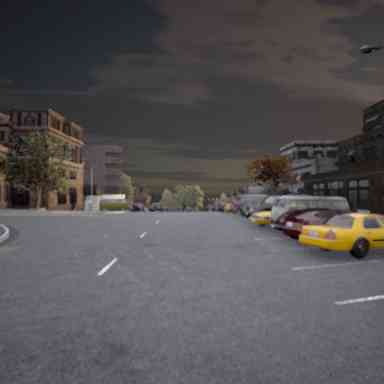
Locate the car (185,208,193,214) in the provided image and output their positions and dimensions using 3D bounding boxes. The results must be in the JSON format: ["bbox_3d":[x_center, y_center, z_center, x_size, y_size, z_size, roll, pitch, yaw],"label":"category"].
[{"bbox_3d":[-0.816,4.993,87.286,1.895,1.301,4.718,0,-5,-1],"label":"car"}]

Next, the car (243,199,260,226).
[{"bbox_3d":[6.229,1.423,21.043,5.366,1.575,1.946,1,0,-20],"label":"car"}]

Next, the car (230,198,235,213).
[{"bbox_3d":[6.359,1.461,29.912,4.892,1.521,2.231,1,-2,-20],"label":"car"}]

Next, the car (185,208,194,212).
[{"bbox_3d":[-0.616,4.292,77.257,1.895,1.301,4.718,0,-5,-1],"label":"car"}]

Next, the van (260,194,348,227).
[{"bbox_3d":[6.304,1.209,18.127,4.442,1.987,1.878,1,0,-20],"label":"van"}]

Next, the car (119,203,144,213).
[{"bbox_3d":[-11.770,3.091,64.431,4.553,1.767,2.185,1,-4,-21],"label":"car"}]

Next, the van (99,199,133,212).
[{"bbox_3d":[-11.495,1.973,49.543,4.442,1.987,1.878,1,-3,-21],"label":"van"}]

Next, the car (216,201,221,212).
[{"bbox_3d":[6.268,1.903,44.526,5.008,1.535,2.097,2,-3,-21],"label":"car"}]

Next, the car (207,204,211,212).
[{"bbox_3d":[6.057,3.007,62.083,5.008,1.535,2.097,2,-4,-21],"label":"car"}]

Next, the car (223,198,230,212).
[{"bbox_3d":[6.339,1.579,35.756,4.892,1.521,2.231,1,-2,-20],"label":"car"}]

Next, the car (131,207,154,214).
[{"bbox_3d":[-12.285,4.643,82.244,5.366,1.575,1.946,1,-5,-21],"label":"car"}]

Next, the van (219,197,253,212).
[{"bbox_3d":[6.344,1.830,47.506,4.442,1.987,1.878,2,-4,-21],"label":"van"}]

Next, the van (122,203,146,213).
[{"bbox_3d":[-11.741,3.215,67.463,4.442,1.987,1.878,1,-5,-21],"label":"van"}]

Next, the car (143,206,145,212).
[{"bbox_3d":[-11.751,3.039,61.427,4.674,1.452,2.002,1,-4,-21],"label":"car"}]

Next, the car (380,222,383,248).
[{"bbox_3d":[6.590,1.464,6.507,5.366,1.575,1.946,1,0,-20],"label":"car"}]

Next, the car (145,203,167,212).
[{"bbox_3d":[-5.290,2.251,49.303,1.994,1.385,4.181,0,-4,0],"label":"car"}]

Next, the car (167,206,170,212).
[{"bbox_3d":[-5.440,3.413,66.502,2.033,1.411,5.357,0,-4,-1],"label":"car"}]

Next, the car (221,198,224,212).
[{"bbox_3d":[6.482,1.667,38.750,5.366,1.575,1.946,2,-2,-20],"label":"car"}]

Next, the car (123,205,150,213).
[{"bbox_3d":[-11.722,3.669,70.454,5.366,1.575,1.946,1,-5,-21],"label":"car"}]

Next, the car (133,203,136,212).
[{"bbox_3d":[-11.671,2.260,52.471,4.553,1.767,2.185,1,-4,-21],"label":"car"}]

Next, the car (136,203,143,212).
[{"bbox_3d":[-11.658,2.335,55.494,5.566,2.045,2.435,1,-4,-21],"label":"car"}]

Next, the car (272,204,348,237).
[{"bbox_3d":[6.440,1.473,15.251,4.792,1.488,2.163,1,0,-20],"label":"car"}]

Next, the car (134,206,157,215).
[{"bbox_3d":[-12.264,4.925,88.280,5.566,2.045,2.435,1,-5,-21],"label":"car"}]

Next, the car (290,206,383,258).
[{"bbox_3d":[6.591,1.450,12.368,5.366,1.575,1.946,1,0,-20],"label":"car"}]

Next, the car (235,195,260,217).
[{"bbox_3d":[6.372,1.172,24.034,5.566,2.045,2.435,1,0,-20],"label":"car"}]

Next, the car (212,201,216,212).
[{"bbox_3d":[6.171,2.447,53.293,4.674,1.452,2.002,2,-4,-21],"label":"car"}]
